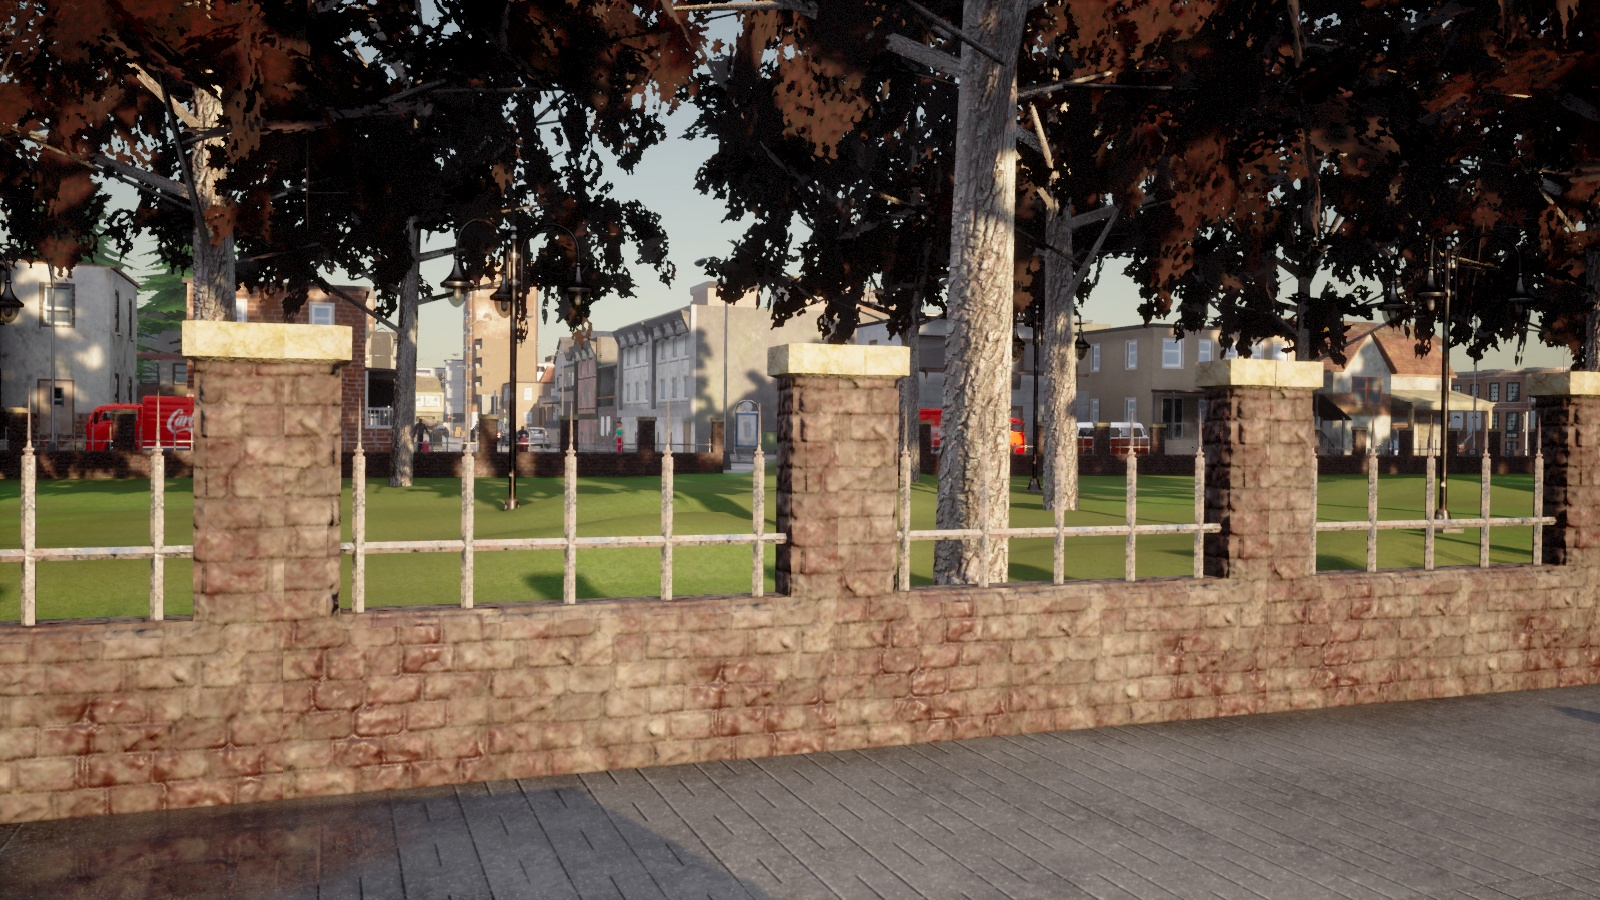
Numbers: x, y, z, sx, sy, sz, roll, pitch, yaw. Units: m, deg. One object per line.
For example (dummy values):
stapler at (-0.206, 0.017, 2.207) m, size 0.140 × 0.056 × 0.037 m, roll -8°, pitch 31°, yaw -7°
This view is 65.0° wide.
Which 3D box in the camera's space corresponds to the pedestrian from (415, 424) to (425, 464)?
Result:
pedestrian at (-18.972, -0.307, 62.661) m, size 0.423 × 1.949 × 0.788 m, roll -1°, pitch 1°, yaw -19°

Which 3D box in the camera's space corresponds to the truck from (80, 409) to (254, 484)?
truck at (-21.978, -0.165, 43.885) m, size 5.204 × 2.467 × 2.627 m, roll -1°, pitch 1°, yaw -22°

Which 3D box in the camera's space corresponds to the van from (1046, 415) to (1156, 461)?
van at (13.751, -0.562, 57.438) m, size 4.480 × 2.038 × 2.069 m, roll -1°, pitch 1°, yaw -21°

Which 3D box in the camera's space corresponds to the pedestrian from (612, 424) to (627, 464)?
pedestrian at (-8.307, -0.263, 57.783) m, size 0.594 × 1.836 × 0.345 m, roll -1°, pitch 1°, yaw -43°

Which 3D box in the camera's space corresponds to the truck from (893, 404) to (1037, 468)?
truck at (6.638, -0.586, 50.752) m, size 5.204 × 2.467 × 2.627 m, roll -1°, pitch 1°, yaw -10°

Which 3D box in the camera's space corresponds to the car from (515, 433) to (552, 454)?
car at (-18.827, -0.477, 88.737) m, size 1.970 × 1.475 × 3.806 m, roll -1°, pitch 1°, yaw -21°
